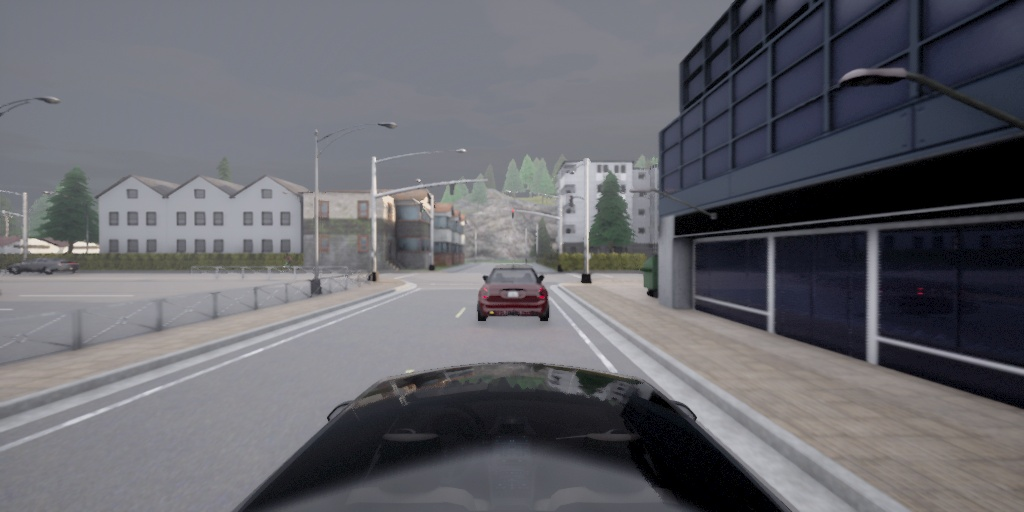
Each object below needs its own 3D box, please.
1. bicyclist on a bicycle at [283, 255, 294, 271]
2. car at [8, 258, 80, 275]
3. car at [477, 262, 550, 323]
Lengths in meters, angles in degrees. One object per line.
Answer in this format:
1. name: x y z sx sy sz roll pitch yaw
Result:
1. bicyclist on a bicycle: -22.346 0.685 35.832 0.582 1.620 1.656 0 1 0
2. car: -41.719 0.898 31.994 4.902 1.511 2.128 0 0 0
3. car: 0.051 1.048 12.082 2.097 1.767 4.553 0 1 0
